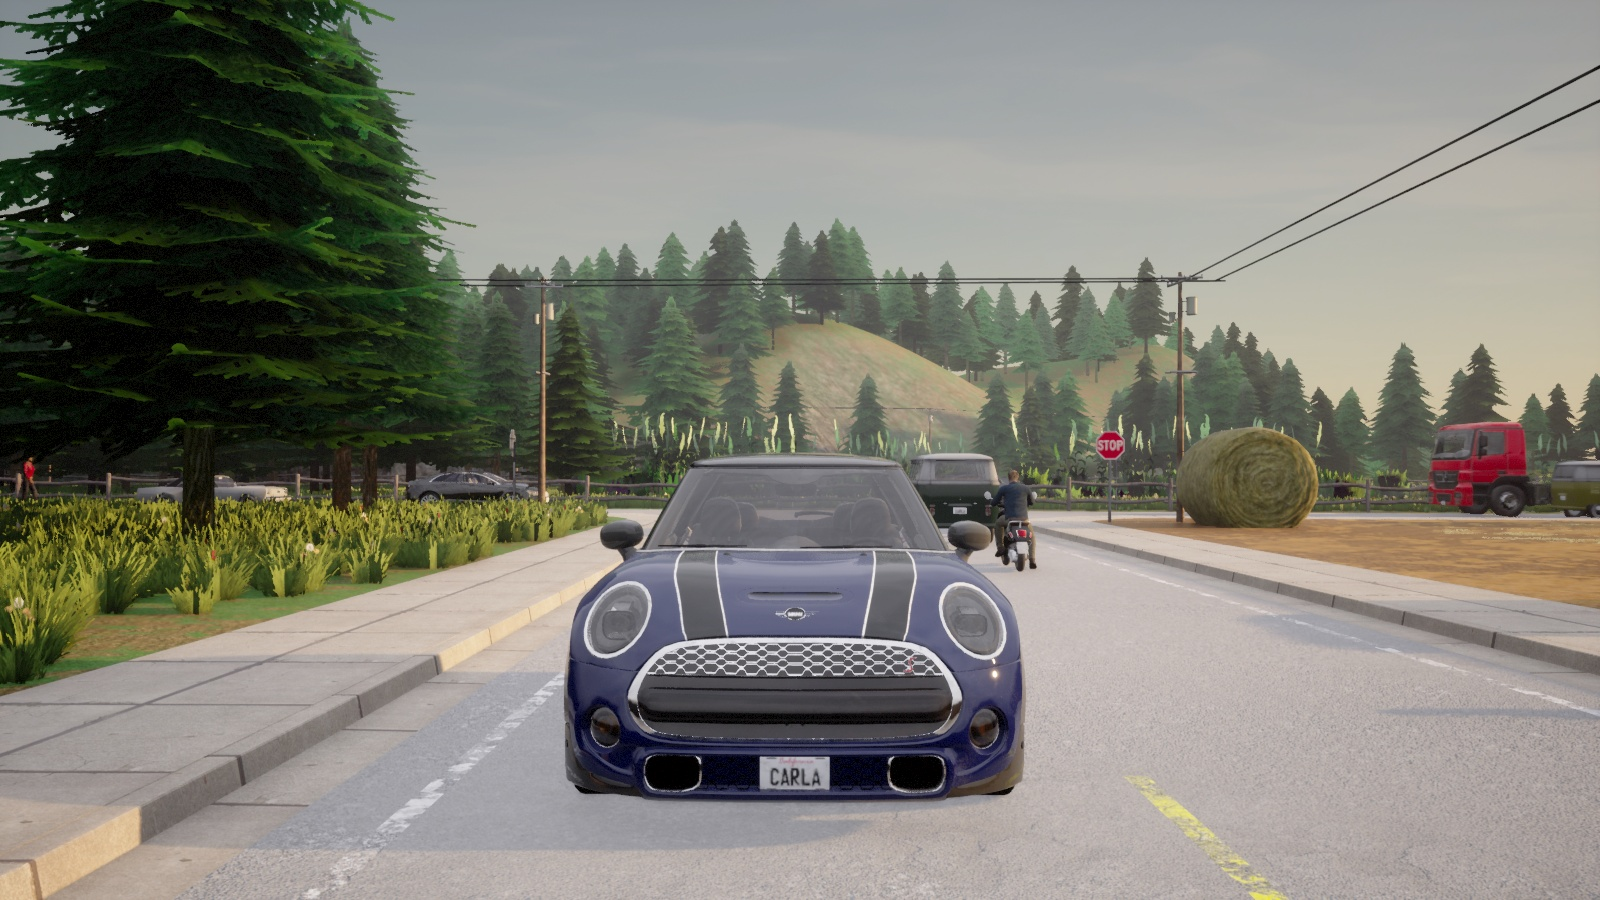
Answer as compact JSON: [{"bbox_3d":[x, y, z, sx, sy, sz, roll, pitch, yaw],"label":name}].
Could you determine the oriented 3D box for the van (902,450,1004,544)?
[{"bbox_3d":[3.424,1.038,28.899,1.775,1.987,4.442,0,-1,0],"label":"van"}]

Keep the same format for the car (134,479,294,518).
[{"bbox_3d":[-20.475,1.699,44.022,4.718,1.301,1.895,0,-1,1],"label":"car"}]

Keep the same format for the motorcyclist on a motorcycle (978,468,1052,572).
[{"bbox_3d":[3.447,1.093,20.245,0.866,1.590,1.817,0,-1,0],"label":"motorcyclist on a motorcycle"}]

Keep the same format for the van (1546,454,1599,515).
[{"bbox_3d":[27.628,1.123,41.854,4.442,1.987,1.775,0,-1,3],"label":"van"}]

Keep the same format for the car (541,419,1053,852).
[{"bbox_3d":[-0.021,0.798,7.441,2.097,1.767,4.553,0,-1,0],"label":"car"}]

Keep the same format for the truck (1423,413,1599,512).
[{"bbox_3d":[27.245,0.450,45.387,7.936,3.462,2.891,0,-1,3],"label":"truck"}]

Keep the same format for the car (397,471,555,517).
[{"bbox_3d":[-11.184,1.512,43.634,4.902,1.511,2.128,0,-1,3],"label":"car"}]

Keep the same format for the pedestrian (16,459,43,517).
[{"bbox_3d":[-24.830,1.216,40.481,0.636,1.846,0.331,0,-1,0],"label":"pedestrian"}]
